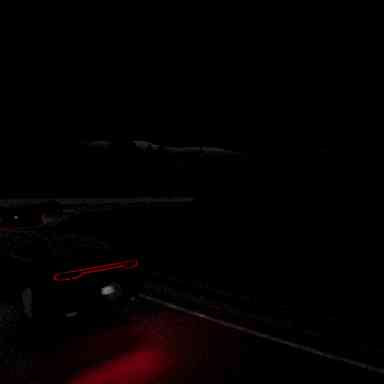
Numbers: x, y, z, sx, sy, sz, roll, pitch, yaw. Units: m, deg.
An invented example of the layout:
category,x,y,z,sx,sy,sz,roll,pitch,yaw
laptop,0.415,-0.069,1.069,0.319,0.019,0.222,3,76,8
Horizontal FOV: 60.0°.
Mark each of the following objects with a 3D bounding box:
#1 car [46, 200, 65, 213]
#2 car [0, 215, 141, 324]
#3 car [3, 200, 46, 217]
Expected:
category,x,y,z,sx,sy,sz,roll,pitch,yaw
car,-16.993,1.680,39.629,1.812,1.442,4.674,0,0,5
car,-3.128,1.509,7.407,1.882,1.535,5.008,0,0,-44
car,-12.544,1.568,24.854,1.882,1.535,5.008,0,0,-15
